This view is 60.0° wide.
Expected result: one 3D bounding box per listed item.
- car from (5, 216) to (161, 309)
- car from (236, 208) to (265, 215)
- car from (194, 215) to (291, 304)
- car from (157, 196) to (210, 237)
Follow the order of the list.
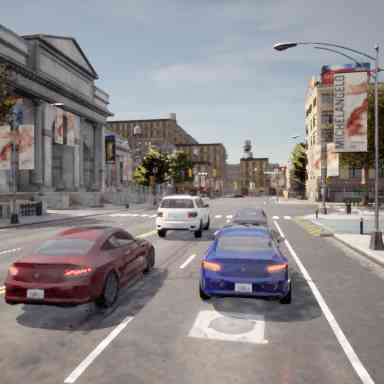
[{"bbox_3d":[-2.255,1.526,7.823,1.812,1.442,4.674,0,0,9],"label":"car"},{"bbox_3d":[3.077,1.547,17.515,2.033,1.411,5.357,0,0,11],"label":"car"},{"bbox_3d":[1.307,1.526,8.152,1.812,1.442,4.674,0,0,10],"label":"car"},{"bbox_3d":[-0.344,1.221,18.071,2.150,2.045,5.566,0,0,9],"label":"car"}]
